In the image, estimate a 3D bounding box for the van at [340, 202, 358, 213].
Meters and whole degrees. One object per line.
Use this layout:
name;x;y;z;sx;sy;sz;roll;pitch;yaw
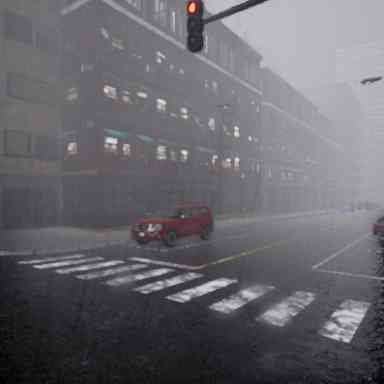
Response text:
van;25.278;2.444;53.929;1.690;1.788;3.998;-1;-2;35

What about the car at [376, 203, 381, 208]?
car;44.816;3.305;81.874;1.947;1.339;4.313;-1;-2;35

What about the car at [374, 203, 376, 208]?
car;38.303;2.966;72.560;1.967;1.590;4.097;-1;-2;35

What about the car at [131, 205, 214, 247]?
car;-0.773;1.586;16.661;2.192;1.841;5.009;-1;-2;35

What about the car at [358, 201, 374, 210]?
car;35.046;2.735;67.906;2.192;1.841;5.009;-1;-2;35

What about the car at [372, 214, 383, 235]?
car;12.617;2.043;21.239;1.802;1.307;4.206;-1;-2;35

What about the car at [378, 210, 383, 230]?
car;15.873;2.115;25.899;2.008;1.369;4.403;-1;-2;35
